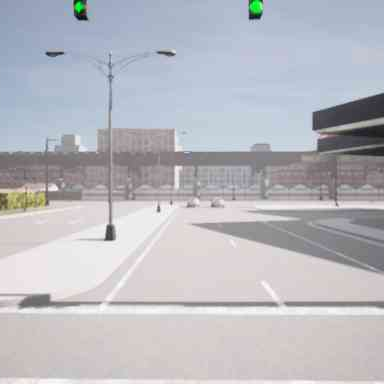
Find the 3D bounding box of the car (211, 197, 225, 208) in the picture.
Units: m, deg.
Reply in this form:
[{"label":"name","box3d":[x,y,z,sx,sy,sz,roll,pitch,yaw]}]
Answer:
[{"label":"car","box3d":[3.710,1.485,48.139,1.812,1.442,4.674,0,0,1]}]

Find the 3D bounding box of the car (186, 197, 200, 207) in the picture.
[{"label":"car","box3d":[0.216,1.485,48.862,1.812,1.442,4.674,0,0,0]}]
